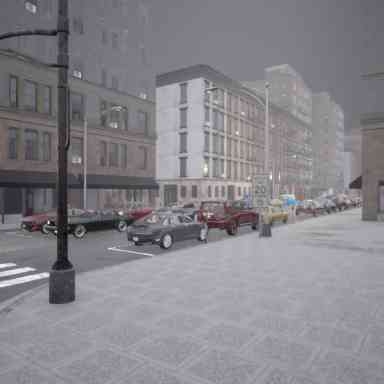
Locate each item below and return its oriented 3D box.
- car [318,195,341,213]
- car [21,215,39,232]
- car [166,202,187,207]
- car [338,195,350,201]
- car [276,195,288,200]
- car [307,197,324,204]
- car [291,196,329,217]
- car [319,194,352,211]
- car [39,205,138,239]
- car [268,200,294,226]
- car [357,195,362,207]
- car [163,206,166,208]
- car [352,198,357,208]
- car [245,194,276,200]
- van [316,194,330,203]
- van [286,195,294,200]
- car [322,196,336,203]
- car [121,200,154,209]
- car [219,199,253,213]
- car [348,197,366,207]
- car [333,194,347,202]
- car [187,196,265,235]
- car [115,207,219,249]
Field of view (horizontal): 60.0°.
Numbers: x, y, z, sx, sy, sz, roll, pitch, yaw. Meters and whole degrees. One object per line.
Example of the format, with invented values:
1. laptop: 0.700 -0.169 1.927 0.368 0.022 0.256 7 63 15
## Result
1. car: 14.644 1.473 36.717 1.967 1.590 4.097 0 0 35
2. car: -7.474 1.529 19.204 1.887 1.381 4.507 0 0 35
3. car: 0.430 1.505 26.041 1.837 1.490 4.892 0 0 35
4. car: 39.183 1.556 85.590 1.887 1.381 4.507 0 0 35
5. car: 11.090 1.521 45.619 1.752 1.417 4.829 0 0 35
6. car: 23.630 1.571 63.461 1.947 1.339 4.313 0 0 35
7. car: 11.533 1.471 32.292 1.967 1.590 4.097 0 0 35
8. car: 17.755 1.350 41.143 2.192 1.841 5.009 0 0 35
9. car: -5.329 1.598 17.843 1.895 1.301 4.718 0 0 32
10. car: 5.410 1.553 23.580 1.752 1.417 4.829 0 0 35
11. car: 23.975 1.606 49.995 1.947 1.339 4.313 0 0 35
12. car: -1.253 1.539 28.056 2.008 1.369 4.403 0 0 35
13. car: 20.864 1.620 45.569 1.802 1.307 4.206 0 0 35
14. car: 6.403 1.225 34.512 2.150 2.045 5.566 0 0 35
15. van: 26.741 1.348 67.886 1.690 1.788 3.998 0 0 35
16. van: 14.300 1.339 50.183 1.690 1.788 3.998 0 0 35
17. car: 29.851 1.554 72.312 1.887 1.381 4.507 0 0 35
18. car: -4.364 1.426 23.629 1.967 1.590 4.097 0 0 35
19. car: 4.967 1.536 36.907 1.887 1.381 4.507 0 0 35
20. car: 27.085 1.593 54.420 2.008 1.369 4.403 0 0 35
21. car: 36.073 1.326 81.163 2.192 1.841 5.009 0 0 35
22. car: 2.202 1.341 19.014 2.192 1.841 5.009 0 0 35
23. car: -0.909 1.575 14.590 2.008 1.369 4.403 0 0 35
